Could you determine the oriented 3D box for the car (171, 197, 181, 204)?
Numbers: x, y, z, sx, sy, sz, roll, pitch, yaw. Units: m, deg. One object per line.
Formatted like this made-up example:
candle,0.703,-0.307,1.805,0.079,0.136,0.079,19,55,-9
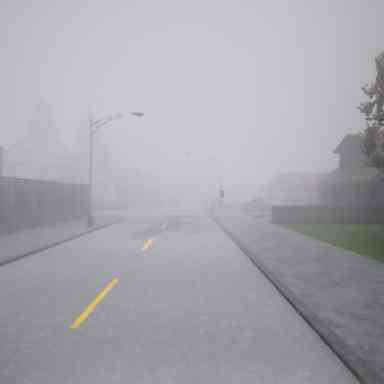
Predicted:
car,-4.046,2.219,84.125,2.150,2.045,5.566,0,-1,0
